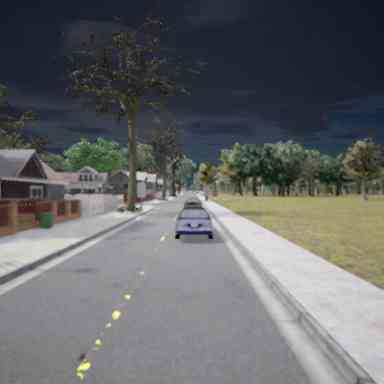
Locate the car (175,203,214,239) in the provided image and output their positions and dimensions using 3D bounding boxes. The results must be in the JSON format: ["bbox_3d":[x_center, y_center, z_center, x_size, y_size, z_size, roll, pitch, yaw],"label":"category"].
[{"bbox_3d":[0.102,1.488,17.043,2.033,1.411,5.357,0,0,0],"label":"car"}]

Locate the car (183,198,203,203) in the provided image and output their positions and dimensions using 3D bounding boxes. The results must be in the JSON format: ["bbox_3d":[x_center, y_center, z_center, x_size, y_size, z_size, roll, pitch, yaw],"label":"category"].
[{"bbox_3d":[0.105,1.381,34.668,1.837,1.490,4.892,0,0,0],"label":"car"}]
